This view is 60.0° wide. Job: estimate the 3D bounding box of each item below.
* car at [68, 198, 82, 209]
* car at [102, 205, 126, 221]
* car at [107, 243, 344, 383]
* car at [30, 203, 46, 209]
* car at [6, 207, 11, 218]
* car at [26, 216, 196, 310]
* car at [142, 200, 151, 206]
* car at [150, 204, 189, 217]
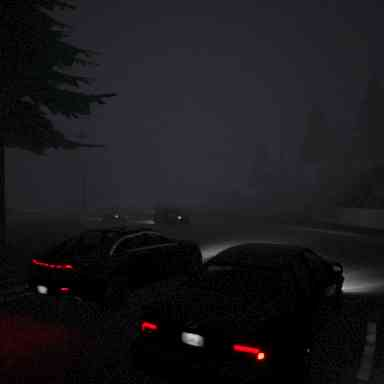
[{"bbox_3d":[-23.512,2.292,66.986,2.150,2.045,5.566,0,-1,-11],"label":"car"},{"bbox_3d":[-7.603,2.025,32.279,1.812,1.442,4.674,0,-1,-20],"label":"car"},{"bbox_3d":[1.296,1.611,5.647,2.033,1.411,5.357,-1,-1,31],"label":"car"},{"bbox_3d":[-30.387,2.721,65.684,1.895,1.301,4.718,0,-1,-11],"label":"car"},{"bbox_3d":[-21.885,2.194,36.920,1.882,1.535,5.008,-1,-1,-6],"label":"car"},{"bbox_3d":[-1.534,1.619,8.281,2.128,1.511,4.902,0,-1,31],"label":"car"},{"bbox_3d":[-11.415,2.747,83.811,1.994,1.385,4.181,0,-1,-11],"label":"car"},{"bbox_3d":[-1.726,1.929,26.843,1.994,1.385,4.181,0,-1,-23],"label":"car"}]
